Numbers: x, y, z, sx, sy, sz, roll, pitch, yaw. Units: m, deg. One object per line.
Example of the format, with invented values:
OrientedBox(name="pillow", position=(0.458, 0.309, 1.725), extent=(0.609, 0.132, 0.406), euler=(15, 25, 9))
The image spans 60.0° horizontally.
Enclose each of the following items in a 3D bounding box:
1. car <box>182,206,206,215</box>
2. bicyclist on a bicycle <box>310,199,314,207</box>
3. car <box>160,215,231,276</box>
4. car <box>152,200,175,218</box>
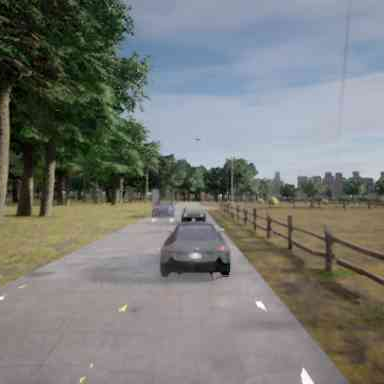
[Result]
OrientedBox(name="car", position=(0.130, 1.817, 27.308), extent=(1.895, 1.301, 4.718), euler=(0, -1, 0))
OrientedBox(name="bicyclist on a bicycle", position=(19.995, 1.918, 55.469), extent=(0.582, 1.620, 1.656), euler=(0, -1, 0))
OrientedBox(name="car", position=(0.099, 1.639, 10.604), extent=(1.994, 1.385, 4.181), euler=(0, 0, 0))
OrientedBox(name="car", position=(-2.795, 1.627, 33.374), extent=(2.097, 1.767, 4.553), euler=(0, -1, 0))
